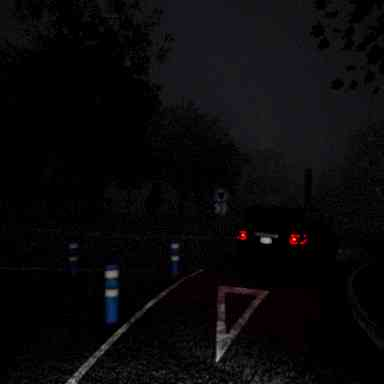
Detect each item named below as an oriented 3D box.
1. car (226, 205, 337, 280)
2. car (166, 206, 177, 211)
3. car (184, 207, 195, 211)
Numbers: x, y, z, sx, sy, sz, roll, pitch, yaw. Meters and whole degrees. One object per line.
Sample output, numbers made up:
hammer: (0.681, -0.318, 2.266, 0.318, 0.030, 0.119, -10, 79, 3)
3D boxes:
car: (3.356, 1.473, 11.204, 2.150, 2.045, 5.566, 1, -1, 31)
car: (-4.469, 4.434, 85.402, 2.128, 1.511, 4.902, 0, -5, -14)
car: (-1.331, 5.112, 95.443, 4.892, 1.521, 2.231, 0, -5, -14)
